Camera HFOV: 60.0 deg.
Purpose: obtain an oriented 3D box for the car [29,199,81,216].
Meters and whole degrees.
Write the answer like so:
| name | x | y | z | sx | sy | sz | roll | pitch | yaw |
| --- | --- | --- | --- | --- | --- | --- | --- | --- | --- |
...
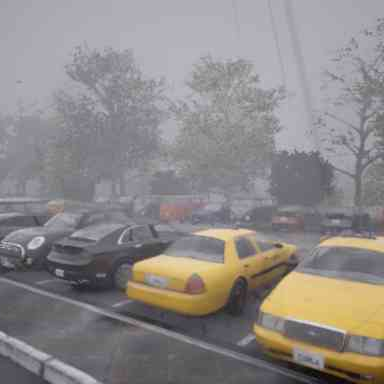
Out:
| name | x | y | z | sx | sy | sz | roll | pitch | yaw |
| --- | --- | --- | --- | --- | --- | --- | --- | --- | --- |
| car | -14.056 | 1.544 | 34.385 | 2.002 | 1.452 | 4.674 | 0 | 0 | 36 |

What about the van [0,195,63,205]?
| name | x | y | z | sx | sy | sz | roll | pitch | yaw |
| --- | --- | --- | --- | --- | --- | --- | --- | --- | --- |
| van | -8.123 | 1.253 | 14.114 | 1.878 | 1.987 | 4.442 | 0 | 0 | 36 |

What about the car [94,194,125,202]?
| name | x | y | z | sx | sy | sz | roll | pitch | yaw |
| --- | --- | --- | --- | --- | --- | --- | --- | --- | --- |
| car | -4.987 | 1.233 | 27.802 | 2.435 | 2.045 | 5.566 | 0 | 0 | 36 |

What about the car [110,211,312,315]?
| name | x | y | z | sx | sy | sz | roll | pitch | yaw |
| --- | --- | --- | --- | --- | --- | --- | --- | --- | --- |
| car | 0.915 | 1.478 | 7.676 | 1.946 | 1.575 | 5.366 | 0 | 0 | 36 |

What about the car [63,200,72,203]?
| name | x | y | z | sx | sy | sz | roll | pitch | yaw |
| --- | --- | --- | --- | --- | --- | --- | --- | --- | --- |
| car | -11.713 | 1.498 | 32.684 | 2.097 | 1.535 | 5.008 | 0 | 0 | 36 |

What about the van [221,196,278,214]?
| name | x | y | z | sx | sy | sz | roll | pitch | yaw |
| --- | --- | --- | --- | --- | --- | --- | --- | --- | --- |
| van | 3.963 | 1.242 | 21.244 | 1.878 | 1.987 | 4.442 | 0 | 0 | 35 |

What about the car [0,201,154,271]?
| name | x | y | z | sx | sy | sz | roll | pitch | yaw |
| --- | --- | --- | --- | --- | --- | --- | --- | --- | --- |
| car | -3.673 | 1.347 | 10.797 | 2.185 | 1.767 | 4.553 | 0 | 0 | 36 |

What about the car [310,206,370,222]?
| name | x | y | z | sx | sy | sz | roll | pitch | yaw |
| --- | --- | --- | --- | --- | --- | --- | --- | --- | --- |
| car | 8.416 | 1.506 | 18.200 | 2.163 | 1.488 | 4.792 | 0 | 0 | 36 |

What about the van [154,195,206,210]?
| name | x | y | z | sx | sy | sz | roll | pitch | yaw |
| --- | --- | --- | --- | --- | --- | --- | --- | --- | --- |
| van | -0.410 | 1.249 | 24.678 | 1.878 | 1.987 | 4.442 | 0 | 0 | 36 |

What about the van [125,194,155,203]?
| name | x | y | z | sx | sy | sz | roll | pitch | yaw |
| --- | --- | --- | --- | --- | --- | --- | --- | --- | --- |
| van | -2.793 | 1.254 | 26.110 | 1.878 | 1.987 | 4.442 | 0 | 0 | 36 |

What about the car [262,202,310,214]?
| name | x | y | z | sx | sy | sz | roll | pitch | yaw |
| --- | --- | --- | --- | --- | --- | --- | --- | --- | --- |
| car | 6.275 | 1.499 | 19.745 | 2.163 | 1.488 | 4.792 | 0 | 0 | 36 |

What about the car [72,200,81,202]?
| name | x | y | z | sx | sy | sz | roll | pitch | yaw |
| --- | --- | --- | --- | --- | --- | --- | --- | --- | --- |
| car | -7.233 | 1.238 | 29.423 | 2.435 | 2.045 | 5.566 | 0 | 0 | 36 |

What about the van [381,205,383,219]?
| name | x | y | z | sx | sy | sz | roll | pitch | yaw |
| --- | --- | --- | --- | --- | --- | --- | --- | --- | --- |
| van | 10.715 | 1.264 | 16.649 | 1.878 | 1.987 | 4.442 | 0 | 0 | 36 |

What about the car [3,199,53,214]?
| name | x | y | z | sx | sy | sz | roll | pitch | yaw |
| --- | --- | --- | --- | --- | --- | --- | --- | --- | --- |
| car | -18.450 | 1.553 | 37.550 | 2.002 | 1.452 | 4.674 | 0 | 0 | 36 |

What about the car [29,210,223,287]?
| name | x | y | z | sx | sy | sz | roll | pitch | yaw |
| --- | --- | --- | --- | --- | --- | --- | --- | --- | --- |
| car | -1.441 | 1.475 | 9.140 | 2.231 | 1.521 | 4.892 | 0 | 0 | 36 |

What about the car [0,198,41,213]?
| name | x | y | z | sx | sy | sz | roll | pitch | yaw |
| --- | --- | --- | --- | --- | --- | --- | --- | --- | --- |
| car | -20.699 | 1.517 | 39.169 | 2.097 | 1.535 | 5.008 | 0 | 0 | 36 |

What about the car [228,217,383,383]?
| name | x | y | z | sx | sy | sz | roll | pitch | yaw |
| --- | --- | --- | --- | --- | --- | --- | --- | --- | --- |
| car | 2.850 | 1.491 | 5.823 | 1.946 | 1.575 | 5.366 | 1 | 0 | 36 |

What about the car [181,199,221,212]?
| name | x | y | z | sx | sy | sz | roll | pitch | yaw |
| --- | --- | --- | --- | --- | --- | --- | --- | --- | --- |
| car | 1.771 | 1.470 | 22.966 | 2.097 | 1.535 | 5.008 | 0 | 0 | 36 |
